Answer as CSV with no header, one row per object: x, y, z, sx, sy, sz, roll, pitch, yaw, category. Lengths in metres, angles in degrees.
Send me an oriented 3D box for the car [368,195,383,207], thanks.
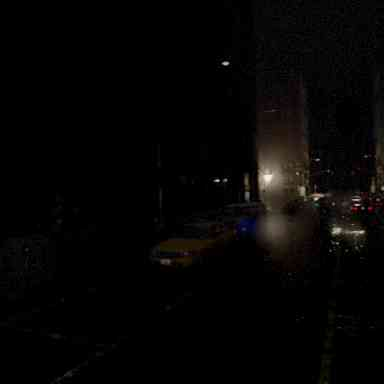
24.586,1.212,44.005,1.887,1.381,4.507,-2,-1,25,car

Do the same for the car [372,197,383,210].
22.227,1.277,38.883,1.802,1.307,4.206,-2,-1,25,car

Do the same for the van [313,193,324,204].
23.935,1.209,62.965,1.690,1.788,3.998,-2,-1,25,van

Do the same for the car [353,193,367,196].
19.424,1.281,39.166,2.128,1.511,4.902,-2,-1,25,car

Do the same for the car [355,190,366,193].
42.969,0.706,83.907,2.192,1.841,5.009,-2,0,25,car

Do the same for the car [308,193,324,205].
21.573,1.212,57.842,2.192,1.841,5.009,-2,-1,25,car

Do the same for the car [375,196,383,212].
19.862,1.163,33.763,1.967,1.590,4.097,-2,-1,25,car

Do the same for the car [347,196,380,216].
15.159,1.383,29.755,2.033,1.411,5.357,-2,-1,25,car

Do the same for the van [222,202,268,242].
2.687,1.446,16.866,1.690,1.788,3.998,-2,-1,25,van

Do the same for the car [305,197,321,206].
19.220,1.490,52.717,1.947,1.339,4.313,-2,-1,25,car

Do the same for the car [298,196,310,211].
12.134,1.447,37.353,1.967,1.590,4.097,-2,-1,25,car

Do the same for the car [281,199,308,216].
9.778,1.616,32.229,1.802,1.307,4.206,-2,-1,25,car

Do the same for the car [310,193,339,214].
13.883,1.274,34.458,2.097,1.767,4.553,-2,0,25,car

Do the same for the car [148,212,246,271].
0.259,1.650,11.586,1.752,1.417,4.829,-2,-1,25,car
